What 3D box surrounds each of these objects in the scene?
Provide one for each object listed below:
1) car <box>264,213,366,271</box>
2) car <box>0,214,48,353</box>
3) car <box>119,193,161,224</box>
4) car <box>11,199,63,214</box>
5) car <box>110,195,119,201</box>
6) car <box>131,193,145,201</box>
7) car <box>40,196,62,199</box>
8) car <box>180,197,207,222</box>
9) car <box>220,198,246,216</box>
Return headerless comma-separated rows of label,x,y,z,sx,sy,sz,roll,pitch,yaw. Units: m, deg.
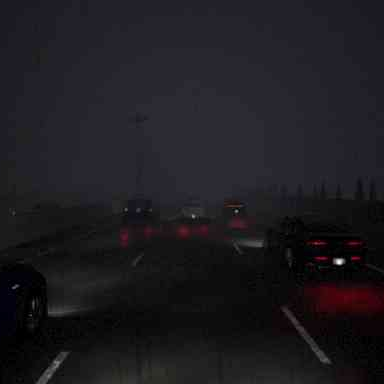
car,3.598,1.429,10.548,1.837,1.490,4.892,0,0,0
car,-3.401,1.325,3.594,2.097,1.767,4.553,0,0,0
car,-3.405,1.185,23.275,2.097,1.767,4.553,0,0,0
car,-10.601,1.434,23.269,1.895,1.301,4.718,0,0,0
car,-14.013,1.187,62.223,1.895,1.301,4.718,0,0,0
car,-10.513,0.938,64.957,1.895,1.301,4.718,0,0,0
car,-17.587,1.185,40.964,1.882,1.535,5.008,0,0,0
car,0.092,1.354,24.035,1.812,1.442,4.674,0,0,0
car,3.594,1.295,29.293,1.837,1.490,4.892,0,0,0
